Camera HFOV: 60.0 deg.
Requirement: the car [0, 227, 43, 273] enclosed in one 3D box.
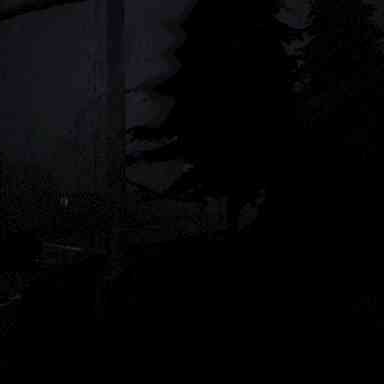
[{"bbox_3d":[-6.061,1.434,8.798,2.097,1.767,4.553,0,0,11],"label":"car"}]
